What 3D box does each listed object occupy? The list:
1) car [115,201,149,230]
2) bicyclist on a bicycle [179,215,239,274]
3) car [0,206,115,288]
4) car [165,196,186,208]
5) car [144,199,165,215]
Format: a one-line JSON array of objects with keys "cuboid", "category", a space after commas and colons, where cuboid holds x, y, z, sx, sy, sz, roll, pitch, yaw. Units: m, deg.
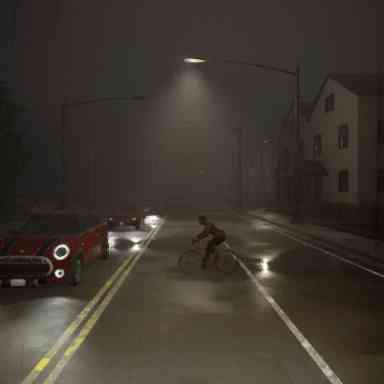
[{"cuboid": [-4.066, 1.525, 21.305, 1.812, 1.442, 4.674, 0, 0, -1], "category": "car"}, {"cuboid": [0.453, 1.453, 9.083, 1.656, 1.620, 0.582, -1, 0, -1], "category": "bicyclist on a bicycle"}, {"cuboid": [-3.789, 1.351, 9.388, 2.097, 1.767, 4.553, 0, 0, -1], "category": "car"}, {"cuboid": [-2.552, 1.337, 49.070, 2.097, 1.767, 4.553, 0, 0, -21], "category": "car"}, {"cuboid": [-4.342, 1.492, 34.534, 2.128, 1.511, 4.902, 0, 0, -1], "category": "car"}]
